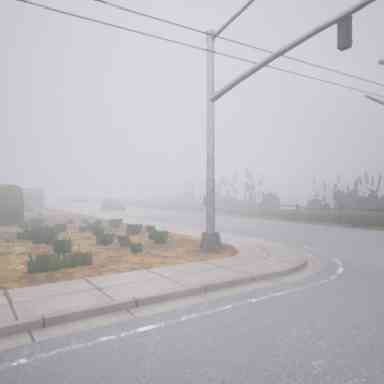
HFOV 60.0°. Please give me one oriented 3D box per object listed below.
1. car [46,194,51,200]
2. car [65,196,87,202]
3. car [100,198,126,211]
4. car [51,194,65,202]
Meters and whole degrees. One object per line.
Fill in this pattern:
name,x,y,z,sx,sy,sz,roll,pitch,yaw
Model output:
car,-36.538,1.315,86.687,2.033,1.411,5.357,0,0,-37
car,-17.630,1.193,51.230,1.895,1.301,4.718,0,0,-33
car,-9.051,1.449,37.883,1.837,1.490,4.892,0,0,-33
car,-30.947,1.291,78.100,2.097,1.767,4.553,0,0,-33
